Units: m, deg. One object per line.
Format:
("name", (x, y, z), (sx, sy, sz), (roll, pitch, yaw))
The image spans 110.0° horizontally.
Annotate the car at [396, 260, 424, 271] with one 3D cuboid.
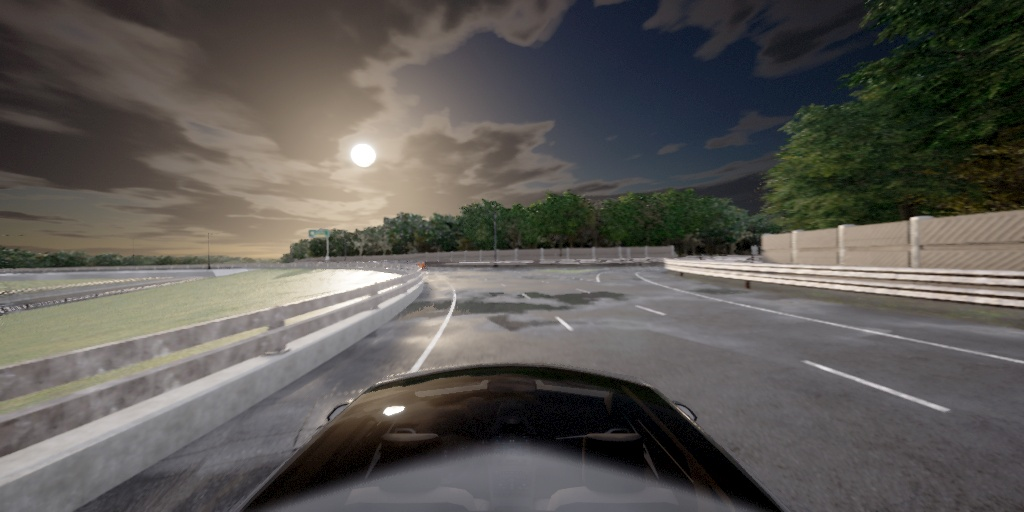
("car", (-16.803, 1.622, 58.998), (2.128, 1.511, 4.902), (-1, 0, -35))
